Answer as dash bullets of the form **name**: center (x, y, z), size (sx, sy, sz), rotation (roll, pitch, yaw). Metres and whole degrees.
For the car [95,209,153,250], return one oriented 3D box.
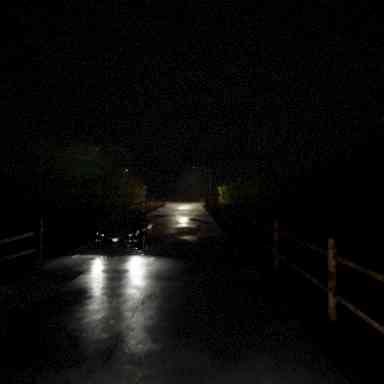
- **car**: center (-2.825, 1.554, 14.722), size (1.837, 1.490, 4.892), rotation (0, -1, 0)
